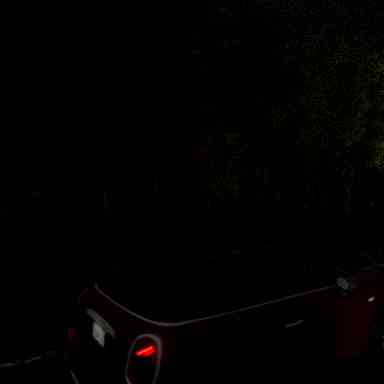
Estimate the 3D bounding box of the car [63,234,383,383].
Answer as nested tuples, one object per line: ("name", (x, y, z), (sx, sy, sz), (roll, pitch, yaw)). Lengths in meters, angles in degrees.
("car", (0.852, 1.347, 4.354), (4.553, 1.767, 2.097), (0, 0, -35))
